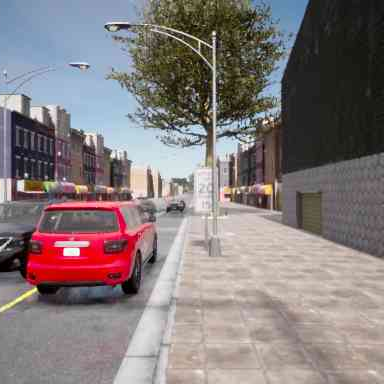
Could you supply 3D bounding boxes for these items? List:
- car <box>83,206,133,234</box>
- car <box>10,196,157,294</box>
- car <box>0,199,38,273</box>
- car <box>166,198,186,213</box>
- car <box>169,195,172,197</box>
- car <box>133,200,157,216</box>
[{"bbox_3d":[-5.013,1.644,20.429,1.994,1.385,4.181,0,0,1],"label":"car"},{"bbox_3d":[-2.265,1.243,8.999,2.150,2.045,5.566,0,0,0],"label":"car"},{"bbox_3d":[-5.105,1.266,10.532,2.150,2.045,5.566,0,0,0],"label":"car"},{"bbox_3d":[-1.969,1.658,39.312,1.812,1.442,4.674,0,0,1],"label":"car"},{"bbox_3d":[-1.933,1.661,49.602,2.128,1.511,4.902,0,0,1],"label":"car"},{"bbox_3d":[-4.872,1.640,35.332,1.837,1.490,4.892,0,0,1],"label":"car"}]
